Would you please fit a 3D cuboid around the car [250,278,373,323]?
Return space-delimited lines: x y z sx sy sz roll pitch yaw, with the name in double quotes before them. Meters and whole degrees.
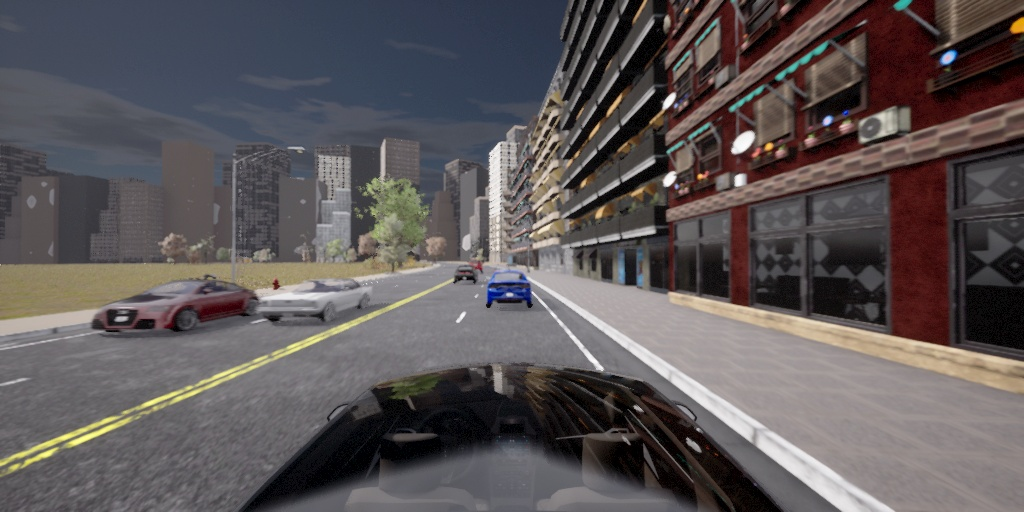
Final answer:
"car" -6.755 1.484 12.940 1.895 1.301 4.718 0 -1 -1

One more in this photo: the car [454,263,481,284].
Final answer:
"car" -3.960 1.578 31.407 1.837 1.490 4.892 0 -1 -3

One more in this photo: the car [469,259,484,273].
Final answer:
"car" -5.436 1.541 53.813 2.150 2.045 5.566 0 -1 -4

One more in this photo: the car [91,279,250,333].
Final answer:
"car" -9.974 1.434 11.122 1.994 1.385 4.181 0 -1 -1

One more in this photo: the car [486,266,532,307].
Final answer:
"car" -0.153 1.385 16.526 1.882 1.535 5.008 0 0 -1

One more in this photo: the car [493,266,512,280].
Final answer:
"car" -1.066 1.742 38.177 1.895 1.301 4.718 0 -1 -3
